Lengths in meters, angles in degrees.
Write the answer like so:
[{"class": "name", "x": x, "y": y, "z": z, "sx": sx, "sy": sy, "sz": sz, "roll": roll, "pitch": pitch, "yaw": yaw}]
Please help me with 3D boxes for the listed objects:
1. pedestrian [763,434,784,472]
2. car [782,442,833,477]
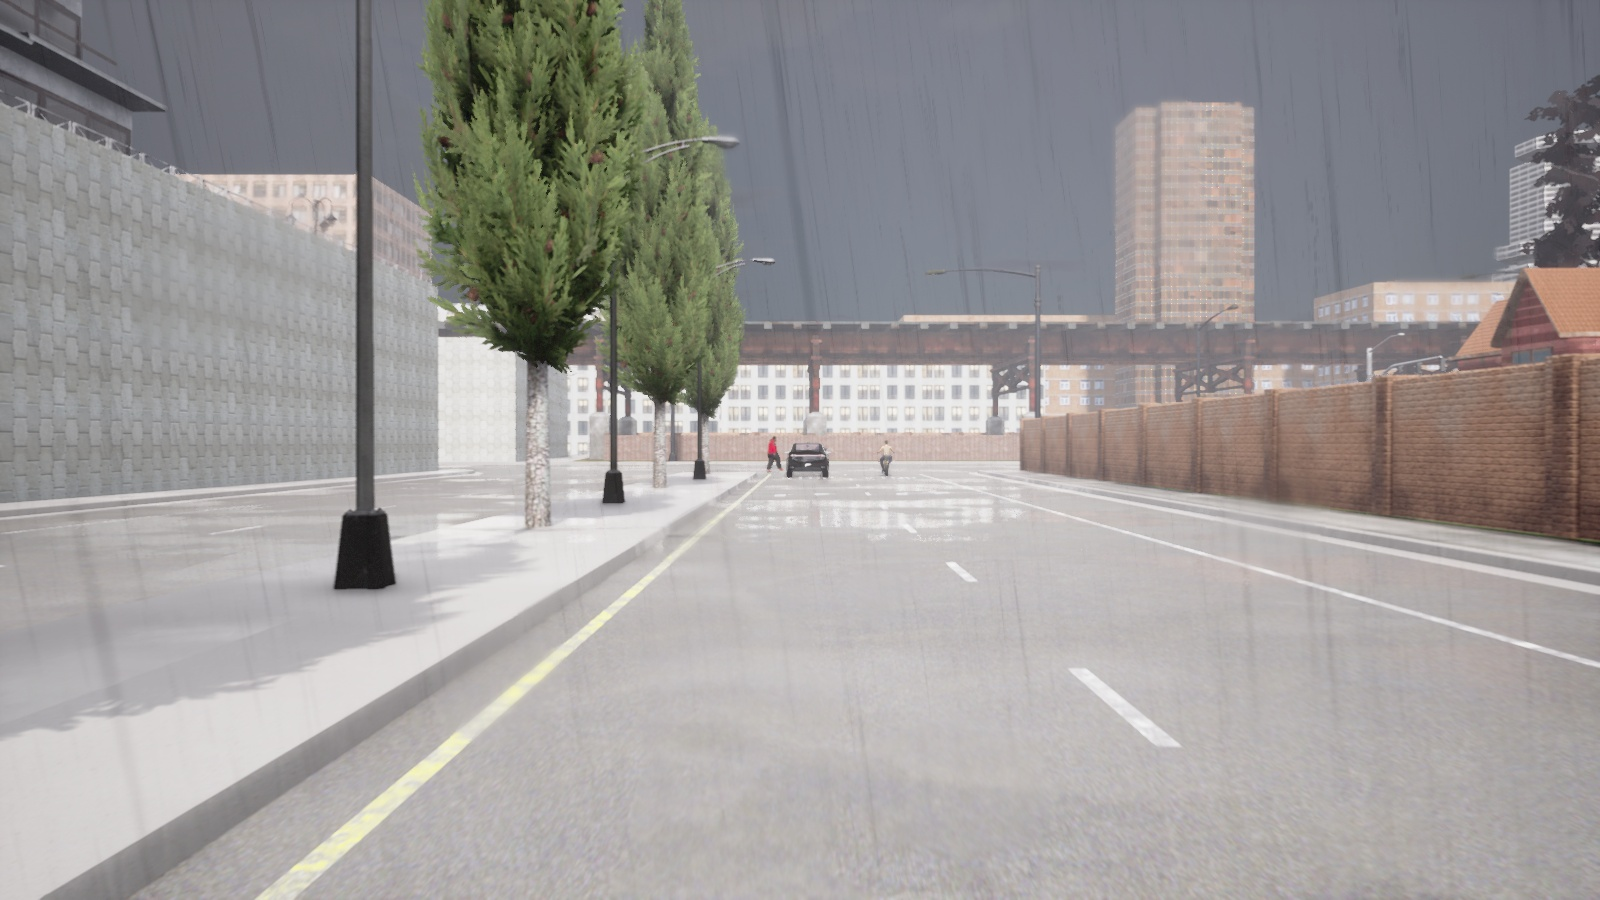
[{"class": "pedestrian", "x": -1.298, "y": 0.161, "z": 61.407, "sx": 0.899, "sy": 1.844, "sz": 0.634, "roll": 0, "pitch": 0, "yaw": -23}, {"class": "car", "x": 0.332, "y": 0.389, "z": 55.668, "sx": 2.128, "sy": 1.511, "sz": 4.902, "roll": 0, "pitch": 0, "yaw": 0}]
